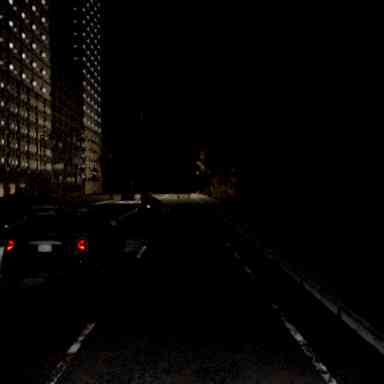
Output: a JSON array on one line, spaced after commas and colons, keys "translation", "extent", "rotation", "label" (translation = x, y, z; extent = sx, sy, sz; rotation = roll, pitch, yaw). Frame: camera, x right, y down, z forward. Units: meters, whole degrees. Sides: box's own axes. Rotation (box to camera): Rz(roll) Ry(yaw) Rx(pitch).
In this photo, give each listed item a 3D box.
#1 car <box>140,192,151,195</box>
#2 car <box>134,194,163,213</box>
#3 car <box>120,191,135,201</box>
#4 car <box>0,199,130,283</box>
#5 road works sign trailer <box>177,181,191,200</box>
[{"translation": [-7.970, 0.796, 57.986], "extent": [1.882, 1.535, 5.008], "rotation": [0, 1, -1], "label": "car"}, {"translation": [-3.835, 1.199, 30.965], "extent": [1.994, 1.385, 4.181], "rotation": [0, 1, -2], "label": "car"}, {"translation": [-11.216, 0.677, 57.928], "extent": [2.097, 1.767, 4.553], "rotation": [0, 1, -1], "label": "car"}, {"translation": [-3.290, 1.242, 9.479], "extent": [2.097, 1.767, 4.553], "rotation": [0, 1, -1], "label": "car"}, {"translation": [-1.654, -0.323, 65.992], "extent": [2.380, 3.560, 2.880], "rotation": [0, 1, -2], "label": "road works sign trailer"}]
